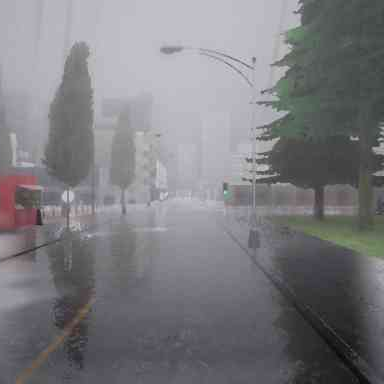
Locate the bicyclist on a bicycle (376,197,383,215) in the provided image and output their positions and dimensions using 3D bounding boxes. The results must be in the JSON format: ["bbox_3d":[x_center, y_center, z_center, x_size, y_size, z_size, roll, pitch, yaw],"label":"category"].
[{"bbox_3d":[18.109,1.348,31.940,0.582,1.620,1.656,0,0,0],"label":"bicyclist on a bicycle"}]
